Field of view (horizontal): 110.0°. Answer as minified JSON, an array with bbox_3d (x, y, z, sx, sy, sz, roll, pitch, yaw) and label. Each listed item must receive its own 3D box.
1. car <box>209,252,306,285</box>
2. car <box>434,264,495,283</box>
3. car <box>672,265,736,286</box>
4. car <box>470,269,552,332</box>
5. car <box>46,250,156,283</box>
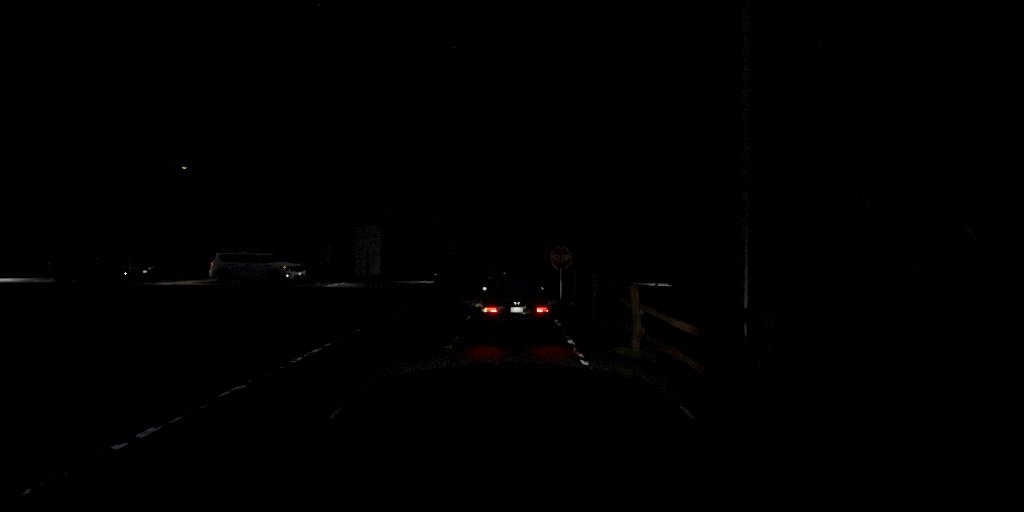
[{"bbox_3d":[-16.816,0.789,23.816,5.566,2.045,2.150,1,0,1],"label":"car"},{"bbox_3d":[-2.993,1.271,26.650,5.357,1.411,2.033,1,0,1],"label":"car"},{"bbox_3d":[14.443,1.433,26.492,4.892,1.490,1.837,1,0,1],"label":"car"},{"bbox_3d":[0.060,1.297,10.844,2.033,1.411,5.357,0,0,-1],"label":"car"},{"bbox_3d":[-27.276,0.658,23.914,5.566,2.045,2.150,1,0,-1],"label":"car"}]
